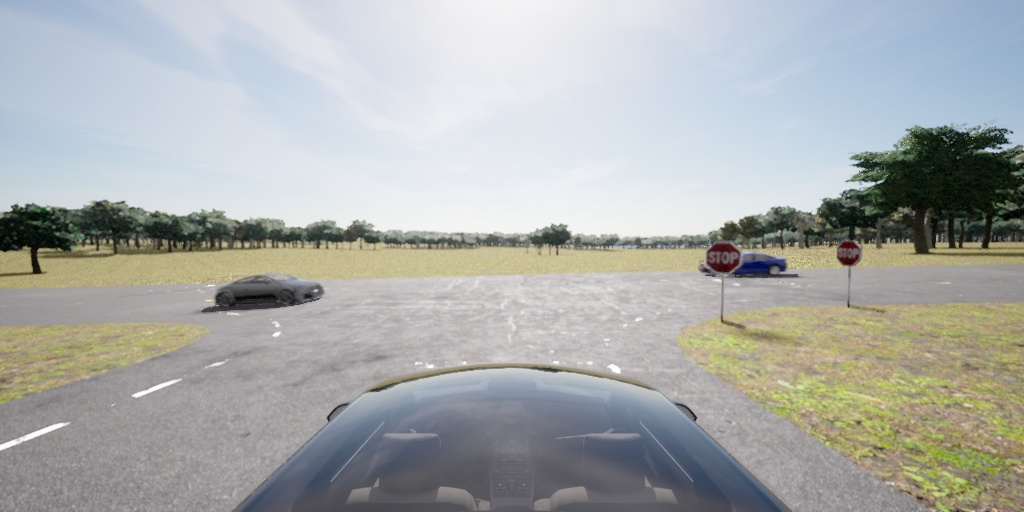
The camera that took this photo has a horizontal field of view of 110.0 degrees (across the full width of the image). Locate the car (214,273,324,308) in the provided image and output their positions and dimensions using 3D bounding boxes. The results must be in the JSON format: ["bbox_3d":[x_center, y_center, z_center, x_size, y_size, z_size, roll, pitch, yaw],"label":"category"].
[{"bbox_3d":[-10.892,1.474,16.230,4.181,1.385,1.994,-2,2,0],"label":"car"}]

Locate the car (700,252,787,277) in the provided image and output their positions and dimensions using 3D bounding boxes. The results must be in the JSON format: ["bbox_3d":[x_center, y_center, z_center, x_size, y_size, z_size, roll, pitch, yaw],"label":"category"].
[{"bbox_3d":[14.784,0.521,23.050,5.008,1.535,1.882,-2,3,0],"label":"car"}]
